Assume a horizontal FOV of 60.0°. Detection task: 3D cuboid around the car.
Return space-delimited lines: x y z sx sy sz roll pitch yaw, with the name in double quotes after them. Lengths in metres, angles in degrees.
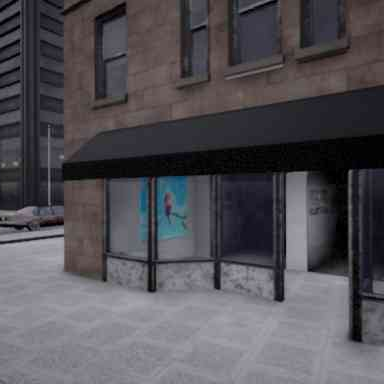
-8.606 1.488 19.873 2.033 1.411 5.357 0 0 35 "car"
